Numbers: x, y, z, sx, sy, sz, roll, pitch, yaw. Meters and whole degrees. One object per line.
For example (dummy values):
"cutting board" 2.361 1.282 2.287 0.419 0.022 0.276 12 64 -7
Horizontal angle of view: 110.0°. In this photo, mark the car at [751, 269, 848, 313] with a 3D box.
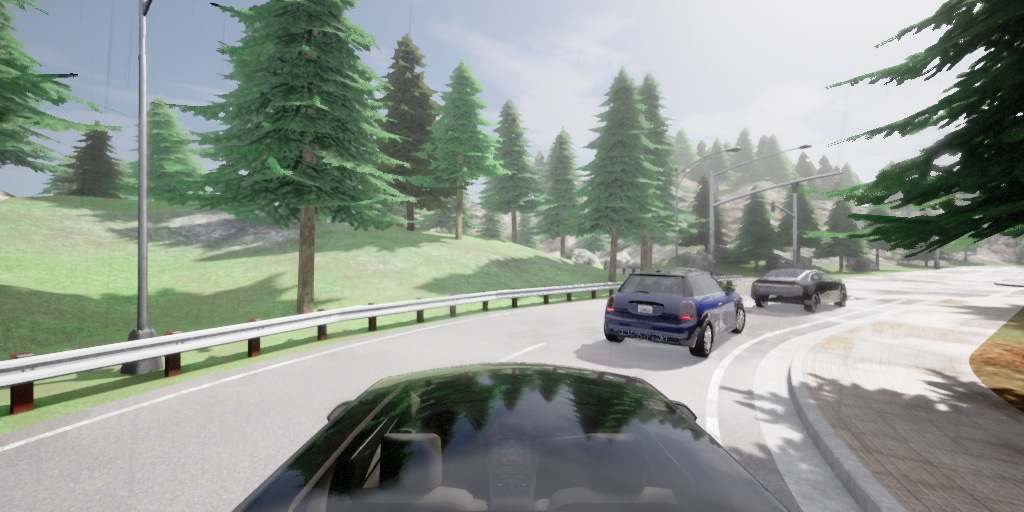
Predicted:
"car" 11.341 1.253 14.091 4.902 1.511 2.128 0 0 -32

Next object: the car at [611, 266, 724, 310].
"car" 6.808 1.255 15.515 4.902 1.511 2.128 0 0 -33

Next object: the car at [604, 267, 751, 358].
"car" 4.162 1.108 8.877 2.097 1.767 4.553 0 0 43
